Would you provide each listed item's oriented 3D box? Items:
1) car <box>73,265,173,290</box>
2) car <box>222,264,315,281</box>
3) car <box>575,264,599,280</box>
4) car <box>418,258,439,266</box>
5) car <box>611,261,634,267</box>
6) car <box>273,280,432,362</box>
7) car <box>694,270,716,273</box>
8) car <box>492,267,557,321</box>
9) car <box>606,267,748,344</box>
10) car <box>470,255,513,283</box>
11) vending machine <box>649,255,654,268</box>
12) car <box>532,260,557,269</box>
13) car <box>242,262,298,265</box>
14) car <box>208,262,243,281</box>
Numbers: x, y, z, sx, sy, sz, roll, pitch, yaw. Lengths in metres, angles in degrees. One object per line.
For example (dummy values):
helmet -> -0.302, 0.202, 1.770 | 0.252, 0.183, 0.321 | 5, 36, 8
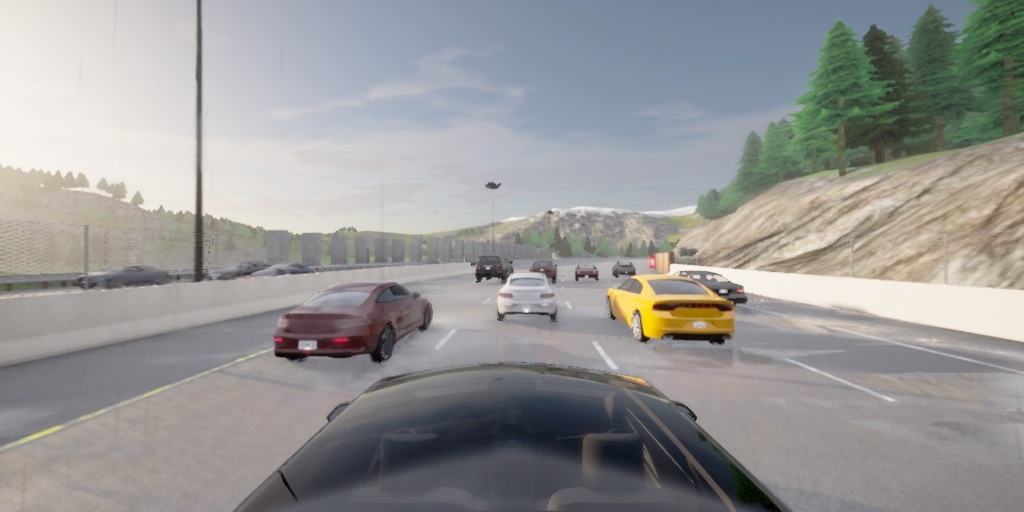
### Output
car -> -23.376, 1.245, 21.758 | 1.994, 1.385, 4.181 | 0, 0, 6
car -> -13.036, 1.308, 20.021 | 1.895, 1.301, 4.718 | 0, 0, 6
car -> 6.366, 1.347, 30.817 | 1.895, 1.301, 4.718 | 0, 0, 10
car -> -14.504, 1.168, 62.487 | 2.128, 1.511, 4.902 | 0, 0, 18
car -> 10.565, 1.245, 33.976 | 2.128, 1.511, 4.902 | 0, 0, 11
car -> -3.194, 1.264, 8.061 | 1.812, 1.442, 4.674 | 0, 0, 2
car -> 7.771, 1.307, 15.314 | 2.033, 1.411, 5.357 | 0, 0, 5
car -> 0.555, 1.270, 12.342 | 1.812, 1.442, 4.674 | 0, 0, 4
car -> 3.902, 1.232, 9.703 | 1.882, 1.535, 5.008 | 0, 0, 3
car -> -1.258, 0.951, 27.689 | 2.150, 2.045, 5.566 | 0, 0, 9
vending machine -> 23.038, 0.962, 59.009 | 1.100, 2.100, 0.880 | 0, 0, 21
car -> 2.662, 1.090, 29.782 | 2.097, 1.767, 4.553 | 0, 0, 9
car -> -15.929, 1.222, 25.201 | 1.812, 1.442, 4.674 | 0, 0, 8
car -> -19.331, 1.179, 26.127 | 2.128, 1.511, 4.902 | 0, 0, 8
